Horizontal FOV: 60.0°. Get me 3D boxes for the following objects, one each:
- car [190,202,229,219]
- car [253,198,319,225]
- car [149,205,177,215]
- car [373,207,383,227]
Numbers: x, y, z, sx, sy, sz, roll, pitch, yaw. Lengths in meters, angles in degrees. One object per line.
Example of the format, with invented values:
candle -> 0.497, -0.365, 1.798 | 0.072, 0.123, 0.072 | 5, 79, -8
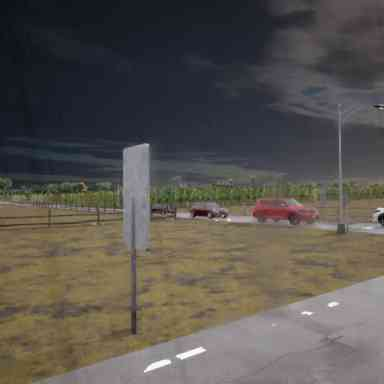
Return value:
car -> 1.773, 1.833, 34.862 | 2.097, 1.767, 4.553 | 0, -1, -36
car -> 7.446, 1.516, 26.990 | 2.150, 2.045, 5.566 | 0, -1, -36
car -> -3.818, 2.267, 42.617 | 1.895, 1.301, 4.718 | 0, -1, -36
car -> 14.917, 1.347, 21.683 | 2.150, 2.045, 5.566 | 0, -1, -36
